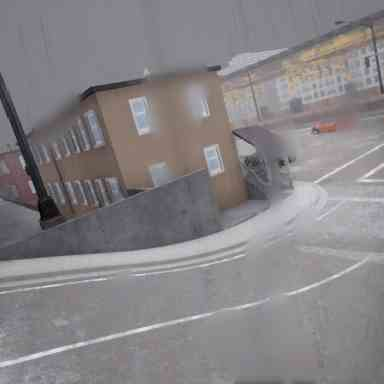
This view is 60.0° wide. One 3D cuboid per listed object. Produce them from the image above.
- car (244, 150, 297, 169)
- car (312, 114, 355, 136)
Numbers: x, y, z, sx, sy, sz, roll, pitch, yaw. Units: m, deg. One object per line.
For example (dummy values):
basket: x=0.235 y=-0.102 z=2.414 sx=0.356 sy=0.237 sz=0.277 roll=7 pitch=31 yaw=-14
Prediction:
car: x=6.406 y=-2.812 z=27.789 sx=1.837 sy=1.490 sz=4.892 roll=-23 pitch=13 yaw=-32
car: x=15.798 y=-7.665 z=37.714 sx=2.097 sy=1.767 sz=4.553 roll=-23 pitch=13 yaw=-32
